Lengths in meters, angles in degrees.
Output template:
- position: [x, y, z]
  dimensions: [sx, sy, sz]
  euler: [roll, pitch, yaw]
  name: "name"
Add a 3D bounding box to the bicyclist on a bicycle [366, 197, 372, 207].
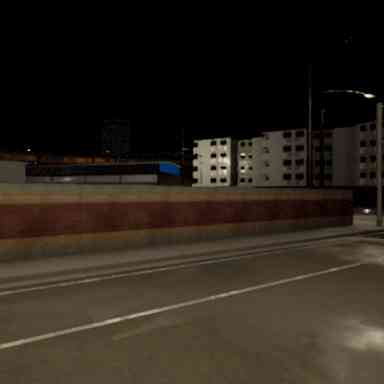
- position: [26.348, 1.508, 49.589]
  dimensions: [1.656, 1.620, 0.582]
  euler: [0, 0, -35]
  name: "bicyclist on a bicycle"
